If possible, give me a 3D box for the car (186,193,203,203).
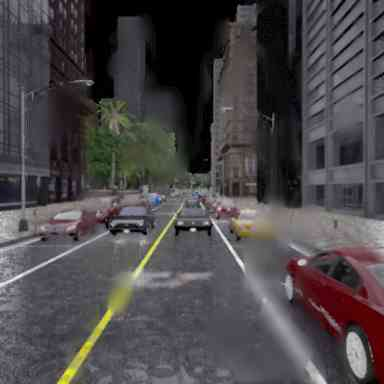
[{"bbox_3d":[0.098,1.266,45.637,2.128,1.511,4.902,0,0,0],"label":"car"}]

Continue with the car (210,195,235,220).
[{"bbox_3d":[2.758,1.302,26.890,1.967,1.590,4.097,0,0,0],"label":"car"}]

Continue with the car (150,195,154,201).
[{"bbox_3d":[-5.767,1.356,37.753,1.887,1.381,4.507,0,0,0],"label":"car"}]

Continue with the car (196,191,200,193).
[{"bbox_3d":[2.756,1.113,91.303,1.947,1.339,4.313,0,0,0],"label":"car"}]

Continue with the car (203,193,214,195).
[{"bbox_3d":[2.757,1.286,48.761,1.752,1.417,4.829,0,0,0],"label":"car"}]

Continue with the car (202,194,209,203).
[{"bbox_3d":[2.758,1.337,43.166,2.008,1.369,4.403,0,0,0],"label":"car"}]

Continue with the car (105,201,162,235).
[{"bbox_3d":[-3.066,1.452,18.272,2.033,1.411,5.357,0,0,0],"label":"car"}]

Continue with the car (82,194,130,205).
[{"bbox_3d":[-5.767,1.204,21.474,2.192,1.841,5.009,0,0,0],"label":"car"}]

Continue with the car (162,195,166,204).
[{"bbox_3d":[-5.769,1.176,54.031,1.967,1.590,4.097,0,0,0],"label":"car"}]

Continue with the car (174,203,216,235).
[{"bbox_3d":[0.066,1.506,18.082,1.895,1.301,4.718,0,0,0],"label":"car"}]

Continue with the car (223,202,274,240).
[{"bbox_3d":[2.759,1.440,16.211,1.752,1.417,4.829,0,0,0],"label":"car"}]

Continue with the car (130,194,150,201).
[{"bbox_3d":[-5.768,1.151,32.326,2.192,1.841,5.009,0,0,0],"label":"car"}]

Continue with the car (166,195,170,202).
[{"bbox_3d":[-5.768,1.265,64.884,1.802,1.307,4.206,0,0,0],"label":"car"}]

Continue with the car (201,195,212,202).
[{"bbox_3d":[2.757,1.249,64.866,1.947,1.339,4.313,0,0,0],"label":"car"}]

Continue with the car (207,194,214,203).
[{"bbox_3d":[2.757,1.276,32.315,1.967,1.590,4.097,0,0,0],"label":"car"}]

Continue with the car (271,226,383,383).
[{"bbox_3d":[2.759,1.516,5.191,1.887,1.381,4.507,0,0,0],"label":"car"}]

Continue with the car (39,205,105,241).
[{"bbox_3d":[-5.766,1.498,16.050,1.802,1.307,4.206,0,0,0],"label":"car"}]

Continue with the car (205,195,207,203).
[{"bbox_3d":[2.757,1.356,37.741,1.887,1.381,4.507,0,0,0],"label":"car"}]

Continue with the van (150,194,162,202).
[{"bbox_3d":[-5.769,1.102,48.604,1.690,1.788,3.998,0,0,0],"label":"van"}]
